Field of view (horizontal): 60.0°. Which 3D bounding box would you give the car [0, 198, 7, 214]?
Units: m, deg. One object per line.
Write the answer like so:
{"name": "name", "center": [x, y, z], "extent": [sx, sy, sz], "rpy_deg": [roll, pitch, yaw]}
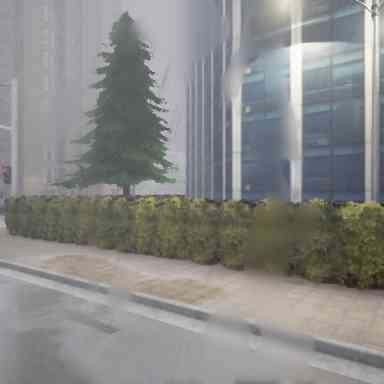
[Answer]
{"name": "car", "center": [-18.878, 1.352, 32.090], "extent": [2.097, 1.767, 4.553], "rpy_deg": [0, 0, 36]}
